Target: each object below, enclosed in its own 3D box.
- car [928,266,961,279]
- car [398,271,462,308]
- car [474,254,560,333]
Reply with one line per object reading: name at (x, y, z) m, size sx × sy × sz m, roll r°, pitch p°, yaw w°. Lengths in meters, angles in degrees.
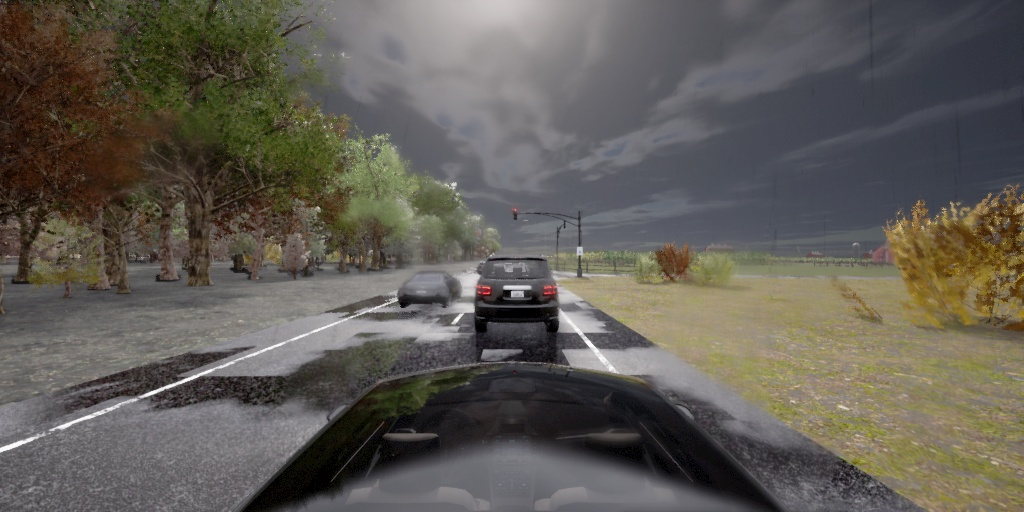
car at (48.590, 1.783, 39.226) m, size 4.892 × 1.490 × 1.837 m, roll 1°, pitch -1°, yaw 0°
car at (-3.373, 1.317, 15.377) m, size 1.994 × 1.385 × 4.181 m, roll 0°, pitch 0°, yaw 0°
car at (0.119, 0.974, 10.945) m, size 2.150 × 2.045 × 5.566 m, roll 0°, pitch 0°, yaw 0°
